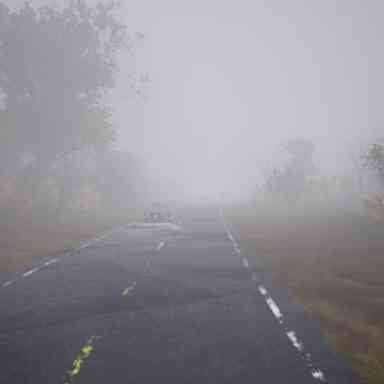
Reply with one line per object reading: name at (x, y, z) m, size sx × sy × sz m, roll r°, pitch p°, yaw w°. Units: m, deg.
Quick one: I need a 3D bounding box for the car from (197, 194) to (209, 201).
car at (2.135, 1.122, 65.167) m, size 1.895 × 1.301 × 4.718 m, roll 0°, pitch 0°, yaw 9°

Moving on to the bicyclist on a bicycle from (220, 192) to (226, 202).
bicyclist on a bicycle at (5.562, 0.917, 62.158) m, size 0.659 × 1.776 × 1.843 m, roll 0°, pitch 1°, yaw 9°

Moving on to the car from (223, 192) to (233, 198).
car at (8.759, 0.788, 85.309) m, size 1.994 × 1.385 × 4.181 m, roll 0°, pitch 0°, yaw 12°

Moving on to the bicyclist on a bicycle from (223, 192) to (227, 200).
bicyclist on a bicycle at (6.981, 0.856, 70.996) m, size 0.659 × 1.776 × 1.843 m, roll 0°, pitch 0°, yaw 10°

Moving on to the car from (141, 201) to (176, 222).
car at (-2.323, 1.380, 24.025) m, size 1.994 × 1.385 × 4.181 m, roll 0°, pitch 0°, yaw 4°
